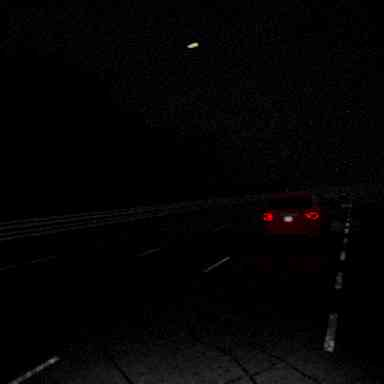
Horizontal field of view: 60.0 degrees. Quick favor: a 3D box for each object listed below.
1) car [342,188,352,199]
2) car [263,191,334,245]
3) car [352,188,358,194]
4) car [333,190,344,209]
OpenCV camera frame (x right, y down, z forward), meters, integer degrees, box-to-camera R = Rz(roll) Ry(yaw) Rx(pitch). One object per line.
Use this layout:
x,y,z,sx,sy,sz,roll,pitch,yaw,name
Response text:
23.935,0.385,53.440,2.033,1.411,5.357,-3,0,28,car
4.648,1.007,14.401,2.150,2.045,5.566,-3,0,26,car
37.222,-0.281,76.993,2.033,1.411,5.357,-3,0,31,car
13.770,0.870,33.139,1.812,1.442,4.674,-3,0,26,car
